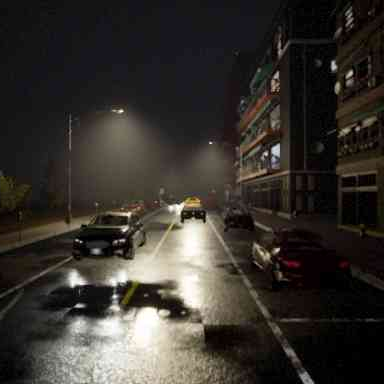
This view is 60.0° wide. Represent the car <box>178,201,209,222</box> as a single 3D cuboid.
[{"bbox_3d":[0.096,1.613,26.170,1.895,1.301,4.718,0,0,0],"label":"car"}]

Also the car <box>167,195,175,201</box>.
[{"bbox_3d":[-5.319,1.566,85.678,1.752,1.417,4.829,1,0,0],"label":"car"}]

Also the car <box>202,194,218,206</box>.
[{"bbox_3d":[2.569,1.338,47.462,2.192,1.841,5.009,1,0,0],"label":"car"}]

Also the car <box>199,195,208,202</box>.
[{"bbox_3d":[2.564,1.476,75.186,1.967,1.590,4.097,1,0,0],"label":"car"}]

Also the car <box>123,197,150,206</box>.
[{"bbox_3d":[-5.310,1.454,30.485,1.967,1.590,4.097,1,0,0],"label":"car"}]

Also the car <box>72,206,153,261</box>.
[{"bbox_3d":[-2.852,1.497,12.347,2.128,1.511,4.902,0,0,0],"label":"car"}]

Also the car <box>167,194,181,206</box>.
[{"bbox_3d":[-2.815,1.517,55.542,2.128,1.511,4.902,0,0,0],"label":"car"}]

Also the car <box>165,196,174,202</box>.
[{"bbox_3d":[-5.318,1.583,80.312,1.887,1.381,4.507,1,0,0],"label":"car"}]

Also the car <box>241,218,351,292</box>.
[{"bbox_3d":[2.572,1.586,8.647,1.802,1.307,4.206,1,0,0],"label":"car"}]

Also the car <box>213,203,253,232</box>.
[{"bbox_3d":[2.571,1.560,19.737,2.008,1.369,4.403,1,0,0],"label":"car"}]

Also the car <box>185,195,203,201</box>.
[{"bbox_3d":[0.093,1.498,42.941,1.882,1.535,5.008,0,0,0],"label":"car"}]

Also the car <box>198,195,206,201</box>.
[{"bbox_3d":[2.561,1.567,86.446,1.752,1.417,4.829,1,0,0],"label":"car"}]

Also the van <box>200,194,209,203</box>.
[{"bbox_3d":[2.566,1.374,69.641,1.690,1.788,3.998,1,0,0],"label":"van"}]

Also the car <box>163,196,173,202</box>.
[{"bbox_3d":[-5.318,1.586,74.775,2.008,1.369,4.403,1,0,0],"label":"car"}]

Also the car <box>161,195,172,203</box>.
[{"bbox_3d":[-5.315,1.473,69.239,1.967,1.590,4.097,1,0,0],"label":"car"}]

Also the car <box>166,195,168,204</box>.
[{"bbox_3d":[-5.314,1.576,52.630,2.008,1.369,4.403,1,0,0],"label":"car"}]

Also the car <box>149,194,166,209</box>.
[{"bbox_3d":[-5.311,1.337,47.094,2.192,1.841,5.009,1,0,0],"label":"car"}]
